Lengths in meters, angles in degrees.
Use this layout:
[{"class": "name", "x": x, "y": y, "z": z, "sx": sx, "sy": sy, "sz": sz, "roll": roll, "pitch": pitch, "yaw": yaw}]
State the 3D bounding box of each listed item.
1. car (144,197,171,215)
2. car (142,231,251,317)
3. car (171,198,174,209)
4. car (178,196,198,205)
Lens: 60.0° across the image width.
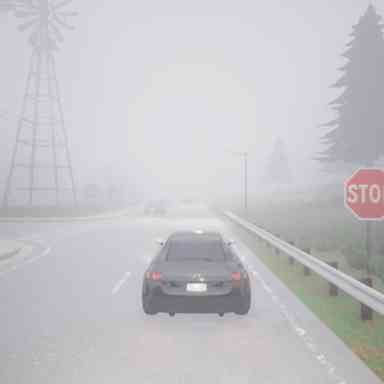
[{"class": "car", "x": -3.589, "y": 1.470, "z": 32.998, "sx": 2.128, "sy": 1.511, "sz": 4.902, "roll": 0, "pitch": 0, "yaw": 0}, {"class": "car", "x": 0.081, "y": 1.559, "z": 7.556, "sx": 1.994, "sy": 1.385, "sz": 4.181, "roll": 0, "pitch": 0, "yaw": 0}, {"class": "car", "x": -3.526, "y": 1.477, "z": 46.240, "sx": 1.837, "sy": 1.490, "sz": 4.892, "roll": 0, "pitch": -1, "yaw": 0}, {"class": "car", "x": -0.768, "y": 1.452, "z": 60.218, "sx": 2.128, "sy": 1.511, "sz": 4.902, "roll": 0, "pitch": 0, "yaw": -29}]
